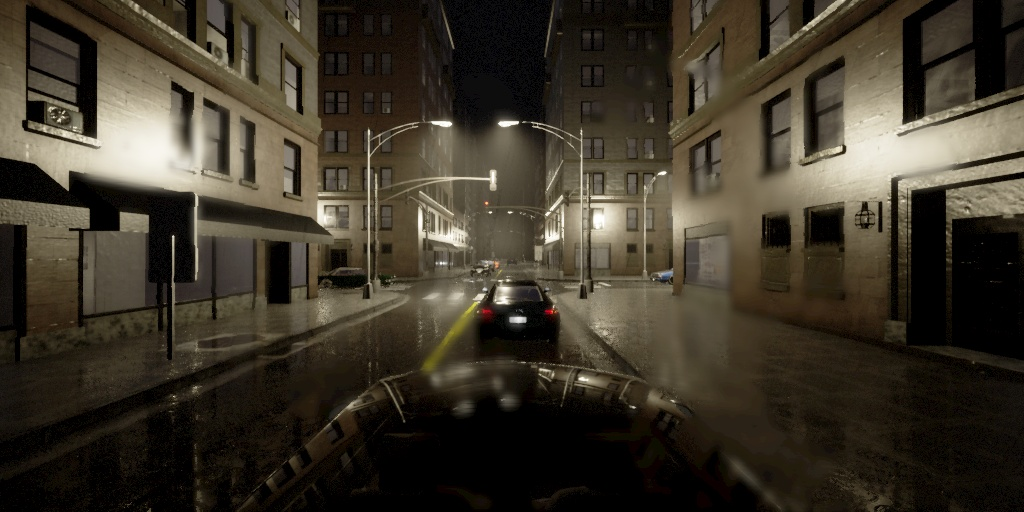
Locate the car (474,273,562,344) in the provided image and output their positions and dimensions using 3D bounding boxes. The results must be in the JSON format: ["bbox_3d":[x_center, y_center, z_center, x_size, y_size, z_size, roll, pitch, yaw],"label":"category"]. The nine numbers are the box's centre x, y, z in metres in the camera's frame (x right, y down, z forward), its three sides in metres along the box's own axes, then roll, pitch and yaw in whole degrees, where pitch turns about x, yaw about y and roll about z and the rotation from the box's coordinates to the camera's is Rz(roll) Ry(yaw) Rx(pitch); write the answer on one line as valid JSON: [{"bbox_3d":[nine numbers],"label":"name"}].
[{"bbox_3d":[0.115,1.314,9.555,1.994,1.385,4.181,0,0,-1],"label":"car"}]

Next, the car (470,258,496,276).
[{"bbox_3d":[-3.094,1.240,36.383,2.128,1.511,4.902,0,0,0],"label":"car"}]

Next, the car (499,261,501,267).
[{"bbox_3d":[-3.085,1.093,55.907,2.097,1.767,4.553,0,0,-1],"label":"car"}]

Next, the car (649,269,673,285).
[{"bbox_3d":[12.616,1.261,25.214,5.357,1.411,2.033,0,0,0],"label":"car"}]

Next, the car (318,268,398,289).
[{"bbox_3d":[-9.557,1.374,21.942,4.718,1.301,1.895,0,0,0],"label":"car"}]

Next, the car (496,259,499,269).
[{"bbox_3d":[-3.098,1.294,46.125,2.033,1.411,5.357,0,0,0],"label":"car"}]
